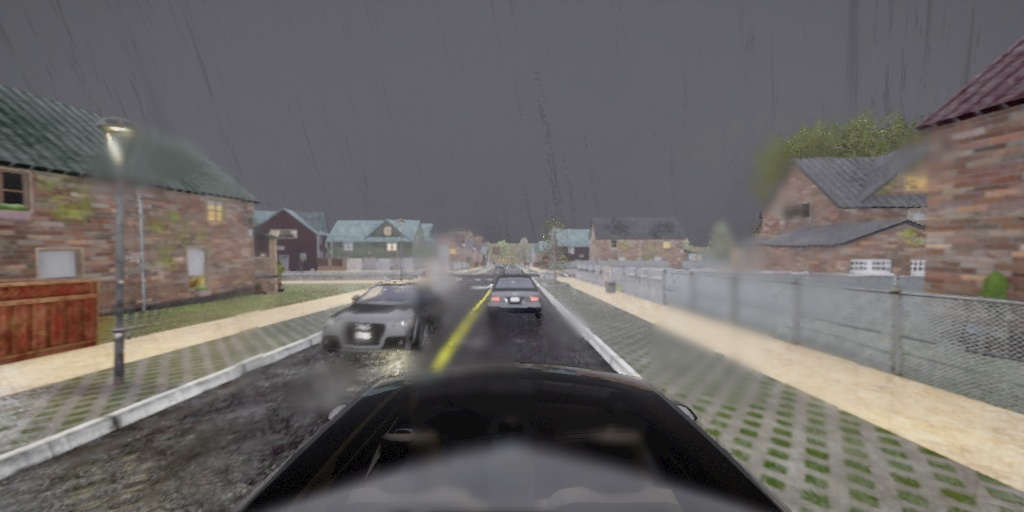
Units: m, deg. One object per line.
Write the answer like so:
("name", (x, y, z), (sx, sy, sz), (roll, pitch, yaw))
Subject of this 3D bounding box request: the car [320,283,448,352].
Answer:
("car", (-2.849, 1.371, 8.901), (1.994, 1.385, 4.181), (0, -1, 0))

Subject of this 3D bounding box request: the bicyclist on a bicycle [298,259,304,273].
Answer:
("bicyclist on a bicycle", (-24.887, 1.152, 42.335), (0.582, 1.620, 1.656), (0, 2, -16))

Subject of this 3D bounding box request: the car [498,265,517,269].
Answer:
("car", (0.087, 1.581, 27.252), (1.895, 1.301, 4.718), (0, -1, 0))

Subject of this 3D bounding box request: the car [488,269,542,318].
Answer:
("car", (0.095, 1.395, 13.446), (2.033, 1.411, 5.357), (0, 0, 0))
